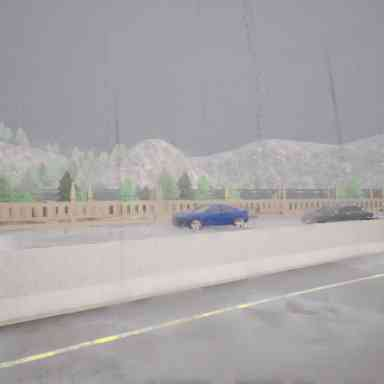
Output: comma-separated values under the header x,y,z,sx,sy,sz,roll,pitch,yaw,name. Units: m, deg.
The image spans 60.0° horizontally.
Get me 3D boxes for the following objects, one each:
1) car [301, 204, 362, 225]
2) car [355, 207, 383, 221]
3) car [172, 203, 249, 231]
x,y,z,sx,sy,sz,roll,pitch,yaw,name
9.048,1.504,20.647,4.892,1.490,1.837,0,0,-24,car
11.412,1.599,17.909,4.718,1.301,1.895,0,0,-23,car
1.196,1.477,20.687,5.008,1.535,1.882,0,0,-28,car
